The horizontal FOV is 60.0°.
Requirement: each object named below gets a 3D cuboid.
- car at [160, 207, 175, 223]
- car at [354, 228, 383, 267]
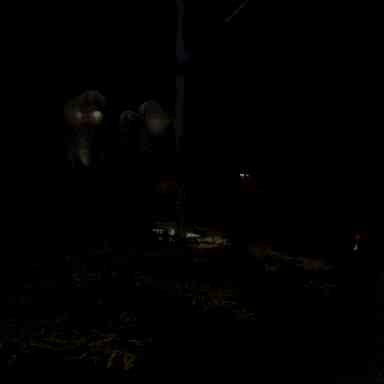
[{"bbox_3d":[-2.911,1.601,23.444,1.895,1.301,4.718,0,0,-36],"label":"car"},{"bbox_3d":[6.870,1.565,9.353,1.994,1.385,4.181,0,0,-34],"label":"car"}]
